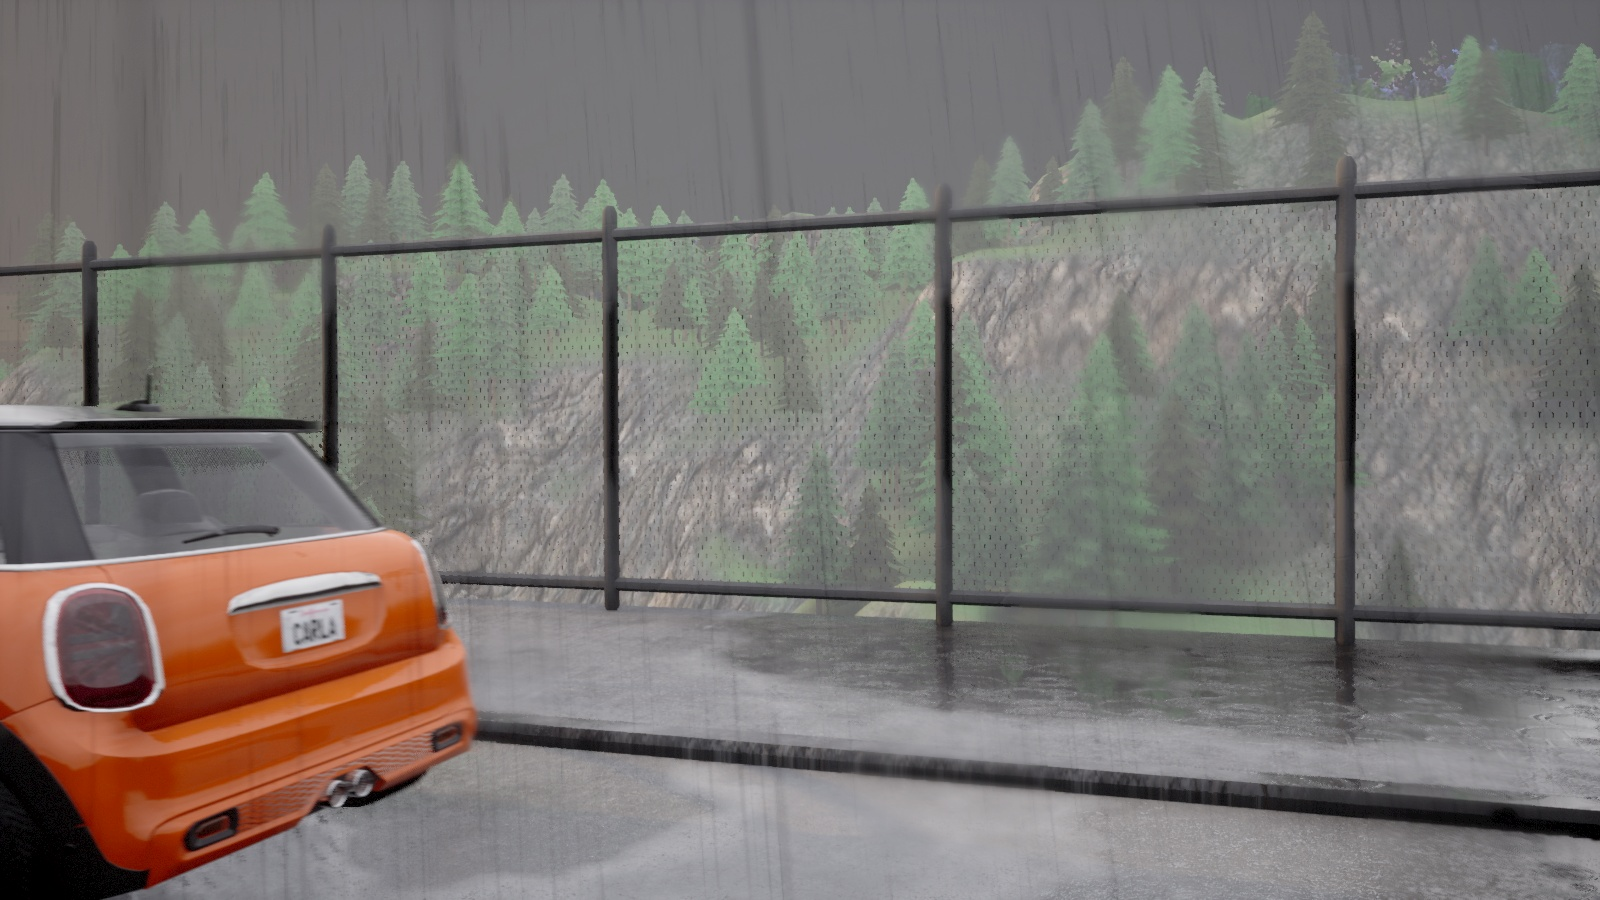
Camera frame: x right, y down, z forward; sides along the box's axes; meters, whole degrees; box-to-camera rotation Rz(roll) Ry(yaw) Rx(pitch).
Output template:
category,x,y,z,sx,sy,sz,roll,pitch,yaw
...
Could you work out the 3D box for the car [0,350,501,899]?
category,x,y,z,sx,sy,sz,roll,pitch,yaw
car,-3.742,0.591,4.977,4.553,1.767,2.097,1,1,19
